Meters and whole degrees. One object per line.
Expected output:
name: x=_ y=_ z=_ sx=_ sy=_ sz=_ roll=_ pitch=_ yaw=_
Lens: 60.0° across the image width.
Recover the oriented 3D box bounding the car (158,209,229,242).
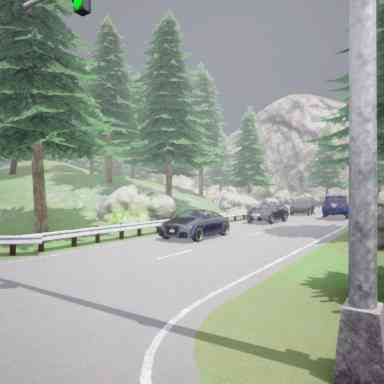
car: x=0.199 y=1.579 z=16.627 sx=1.994 sy=1.385 sz=4.181 roll=0 pitch=0 yaw=34

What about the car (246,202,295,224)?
car: x=5.715 y=1.507 z=24.903 sx=2.128 sy=1.511 sz=4.902 roll=0 pitch=0 yaw=34

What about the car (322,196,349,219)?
car: x=13.161 y=1.353 z=29.643 sx=2.150 sy=2.045 sz=5.566 roll=0 pitch=-1 yaw=32

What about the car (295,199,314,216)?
car: x=11.163 y=1.521 z=33.546 sx=1.837 sy=1.490 sz=4.892 roll=0 pitch=0 yaw=27
